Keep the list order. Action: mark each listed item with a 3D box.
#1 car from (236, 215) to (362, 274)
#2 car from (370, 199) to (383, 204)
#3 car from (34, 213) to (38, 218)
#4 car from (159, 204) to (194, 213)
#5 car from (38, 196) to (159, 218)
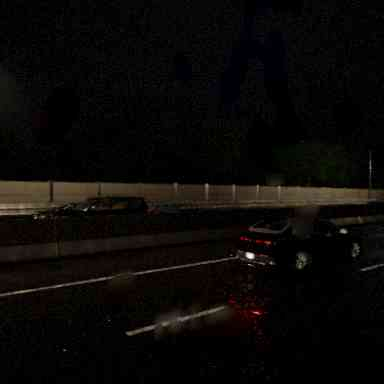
[{"bbox_3d":[3.572,1.520,10.673,4.892,1.490,1.837,0,0,-36],"label":"car"},{"bbox_3d":[29.157,1.780,51.031,4.902,1.511,2.128,1,-1,-36],"label":"car"},{"bbox_3d":[-8.582,1.564,23.722,4.892,1.490,1.837,0,0,-36],"label":"car"},{"bbox_3d":[-2.288,1.595,23.972,5.357,1.411,2.033,0,0,-36],"label":"car"},{"bbox_3d":[-4.858,1.264,17.775,5.566,2.045,2.150,0,0,-36],"label":"car"}]
